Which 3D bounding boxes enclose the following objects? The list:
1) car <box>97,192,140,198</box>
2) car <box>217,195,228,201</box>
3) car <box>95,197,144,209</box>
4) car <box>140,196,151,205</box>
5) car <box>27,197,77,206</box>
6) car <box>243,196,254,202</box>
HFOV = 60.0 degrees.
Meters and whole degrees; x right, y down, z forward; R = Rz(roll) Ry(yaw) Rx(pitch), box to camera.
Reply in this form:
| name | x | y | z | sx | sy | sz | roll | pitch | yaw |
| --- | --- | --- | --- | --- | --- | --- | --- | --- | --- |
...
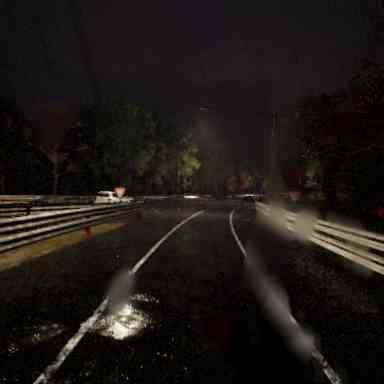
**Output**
| name | x | y | z | sx | sy | sz | roll | pitch | yaw |
| --- | --- | --- | --- | --- | --- | --- | --- | --- | --- |
| car | -8.894 | 1.008 | 38.966 | 2.150 | 2.045 | 5.566 | 2 | 0 | 23 |
| car | 7.855 | 1.566 | 86.476 | 1.812 | 1.442 | 4.674 | 2 | 0 | 23 |
| car | -7.289 | 1.450 | 33.890 | 1.895 | 1.301 | 4.718 | 1 | 0 | 23 |
| car | -8.154 | 1.317 | 49.503 | 2.033 | 1.411 | 5.357 | 2 | 0 | 23 |
| car | -14.510 | 1.199 | 34.819 | 2.033 | 1.411 | 5.357 | 2 | 0 | 23 |
| car | 14.370 | 1.706 | 83.908 | 1.882 | 1.535 | 5.008 | 2 | 0 | 23 |
